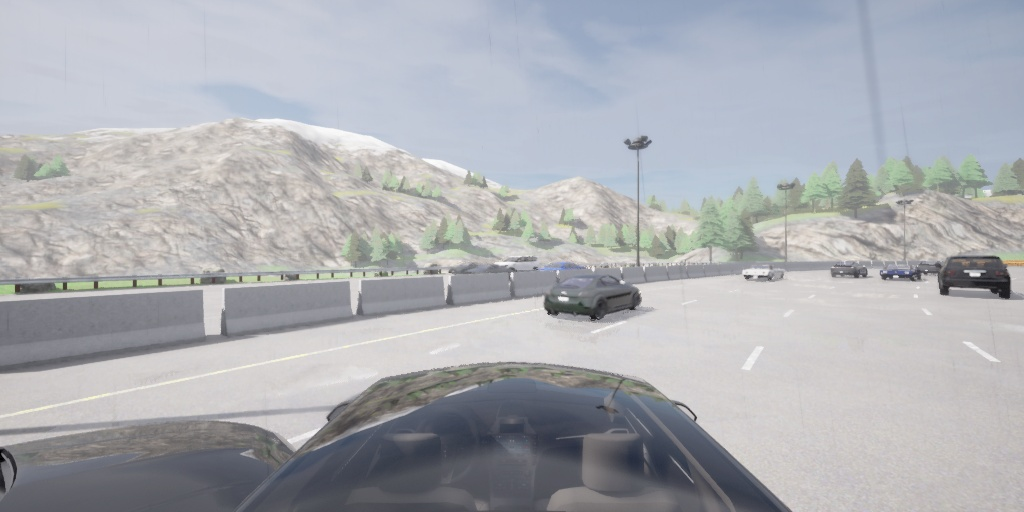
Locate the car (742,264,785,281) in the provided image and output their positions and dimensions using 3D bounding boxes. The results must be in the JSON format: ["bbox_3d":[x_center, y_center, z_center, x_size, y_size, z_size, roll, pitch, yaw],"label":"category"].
[{"bbox_3d":[21.195,1.351,30.070,4.718,1.301,1.895,0,0,-39],"label":"car"}]

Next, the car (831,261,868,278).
[{"bbox_3d":[31.373,1.241,33.354,4.902,1.511,2.128,0,0,-35],"label":"car"}]

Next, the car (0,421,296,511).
[{"bbox_3d":[-2.983,1.255,0.544,4.892,1.490,1.837,0,0,-45],"label":"car"}]

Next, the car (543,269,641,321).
[{"bbox_3d":[2.941,1.314,12.685,1.994,1.385,4.181,0,0,42],"label":"car"}]

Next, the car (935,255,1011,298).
[{"bbox_3d":[24.098,0.973,18.840,5.566,2.045,2.150,0,0,-41],"label":"car"}]

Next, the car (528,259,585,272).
[{"bbox_3d":[3.919,1.227,29.070,5.008,1.535,1.882,0,0,-44],"label":"car"}]

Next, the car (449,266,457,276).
[{"bbox_3d":[-4.203,1.314,35.795,4.181,1.385,1.994,0,0,-44],"label":"car"}]

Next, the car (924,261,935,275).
[{"bbox_3d":[43.311,1.241,36.877,4.902,1.511,2.128,0,0,-31],"label":"car"}]

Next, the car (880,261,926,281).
[{"bbox_3d":[32.304,1.351,29.743,4.718,1.301,1.895,0,0,-35],"label":"car"}]

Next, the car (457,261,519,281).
[{"bbox_3d":[-1.852,1.314,28.272,1.994,1.385,4.181,0,0,45],"label":"car"}]

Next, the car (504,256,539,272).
[{"bbox_3d":[0.578,0.972,35.563,5.566,2.045,2.150,0,0,-43],"label":"car"}]
